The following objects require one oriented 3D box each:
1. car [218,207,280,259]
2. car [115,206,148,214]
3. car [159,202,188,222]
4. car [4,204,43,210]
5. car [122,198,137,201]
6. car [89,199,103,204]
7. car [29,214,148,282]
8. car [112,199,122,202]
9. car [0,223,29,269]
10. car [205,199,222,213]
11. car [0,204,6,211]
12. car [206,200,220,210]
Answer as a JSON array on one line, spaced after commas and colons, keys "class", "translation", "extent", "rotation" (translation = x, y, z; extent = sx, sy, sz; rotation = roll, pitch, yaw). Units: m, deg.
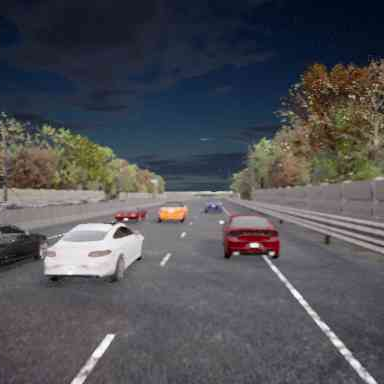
[{"class": "car", "translation": [2.144, 1.571, 13.116], "extent": [1.882, 1.535, 5.008], "rotation": [0, 0, 3]}, {"class": "car", "translation": [-5.072, 1.876, 28.474], "extent": [1.895, 1.301, 4.718], "rotation": [0, 0, 3]}, {"class": "car", "translation": [-1.549, 1.605, 28.815], "extent": [2.097, 1.767, 4.553], "rotation": [0, 0, 3]}, {"class": "car", "translation": [-15.574, 1.980, 32.104], "extent": [1.895, 1.301, 4.718], "rotation": [0, 0, 3]}, {"class": "car", "translation": [-13.053, 2.093, 72.507], "extent": [2.097, 1.767, 4.553], "rotation": [0, -1, 3]}, {"class": "car", "translation": [-20.191, 2.290, 70.398], "extent": [1.812, 1.442, 4.674], "rotation": [0, -1, 3]}, {"class": "car", "translation": [-2.675, 1.625, 9.988], "extent": [1.812, 1.442, 4.674], "rotation": [0, 0, 3]}, {"class": "car", "translation": [-16.498, 2.262, 73.515], "extent": [2.128, 1.511, 4.902], "rotation": [0, -1, 3]}, {"class": "car", "translation": [-6.171, 1.651, 10.155], "extent": [1.812, 1.442, 4.674], "rotation": [0, 0, 3]}, {"class": "car", "translation": [2.721, 1.690, 41.951], "extent": [2.097, 1.767, 4.553], "rotation": [0, 0, 4]}, {"class": "car", "translation": [-18.991, 1.963, 33.596], "extent": [2.033, 1.411, 5.357], "rotation": [0, 0, 3]}, {"class": "car", "translation": [3.241, 1.970, 51.863], "extent": [2.033, 1.411, 5.357], "rotation": [0, -1, 3]}]
